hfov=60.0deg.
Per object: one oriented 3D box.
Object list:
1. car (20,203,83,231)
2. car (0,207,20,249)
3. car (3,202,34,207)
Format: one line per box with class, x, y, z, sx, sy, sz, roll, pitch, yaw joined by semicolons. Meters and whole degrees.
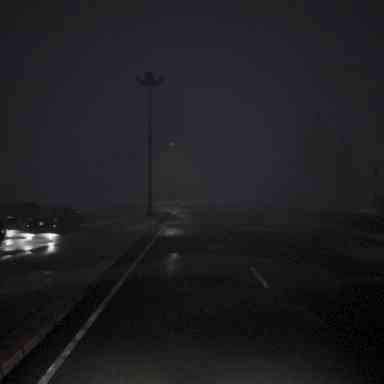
car;-8.046;1.494;19.781;1.994;1.385;4.181;0;0;1
car;-8.077;1.454;10.872;2.128;1.511;4.902;0;0;0
car;-11.553;1.427;22.176;1.837;1.490;4.892;0;0;0
